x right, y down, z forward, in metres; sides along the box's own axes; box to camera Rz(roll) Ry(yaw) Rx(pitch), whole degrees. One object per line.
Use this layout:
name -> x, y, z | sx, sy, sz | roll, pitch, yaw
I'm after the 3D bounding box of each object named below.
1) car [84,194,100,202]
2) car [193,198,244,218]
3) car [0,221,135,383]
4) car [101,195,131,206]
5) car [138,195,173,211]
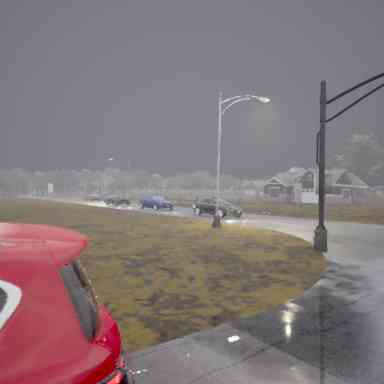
car -> -18.249, 1.007, 61.104 | 2.033, 1.411, 5.357 | 2, -1, -35
car -> 2.003, 1.227, 26.434 | 1.837, 1.490, 4.892 | 2, 0, -35
car -> -2.890, 1.220, 1.010 | 5.566, 2.045, 2.150 | 0, 0, -35
car -> -9.583, 1.108, 42.733 | 1.895, 1.301, 4.718 | 2, -1, -35
car -> -3.793, 1.084, 34.581 | 1.882, 1.535, 5.008 | 2, 0, -36
